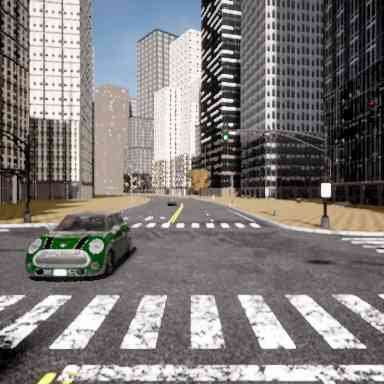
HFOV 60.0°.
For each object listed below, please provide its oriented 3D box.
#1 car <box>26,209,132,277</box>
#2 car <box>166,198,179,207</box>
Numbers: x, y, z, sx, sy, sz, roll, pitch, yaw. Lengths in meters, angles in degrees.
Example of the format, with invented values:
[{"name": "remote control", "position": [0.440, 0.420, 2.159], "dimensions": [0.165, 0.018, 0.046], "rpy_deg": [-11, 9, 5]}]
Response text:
[{"name": "car", "position": [-3.245, 1.399, 10.427], "dimensions": [2.097, 1.767, 4.553], "rpy_deg": [0, 0, 0]}, {"name": "car", "position": [-3.230, 1.716, 55.329], "dimensions": [1.895, 1.301, 4.718], "rpy_deg": [0, 0, 0]}]
